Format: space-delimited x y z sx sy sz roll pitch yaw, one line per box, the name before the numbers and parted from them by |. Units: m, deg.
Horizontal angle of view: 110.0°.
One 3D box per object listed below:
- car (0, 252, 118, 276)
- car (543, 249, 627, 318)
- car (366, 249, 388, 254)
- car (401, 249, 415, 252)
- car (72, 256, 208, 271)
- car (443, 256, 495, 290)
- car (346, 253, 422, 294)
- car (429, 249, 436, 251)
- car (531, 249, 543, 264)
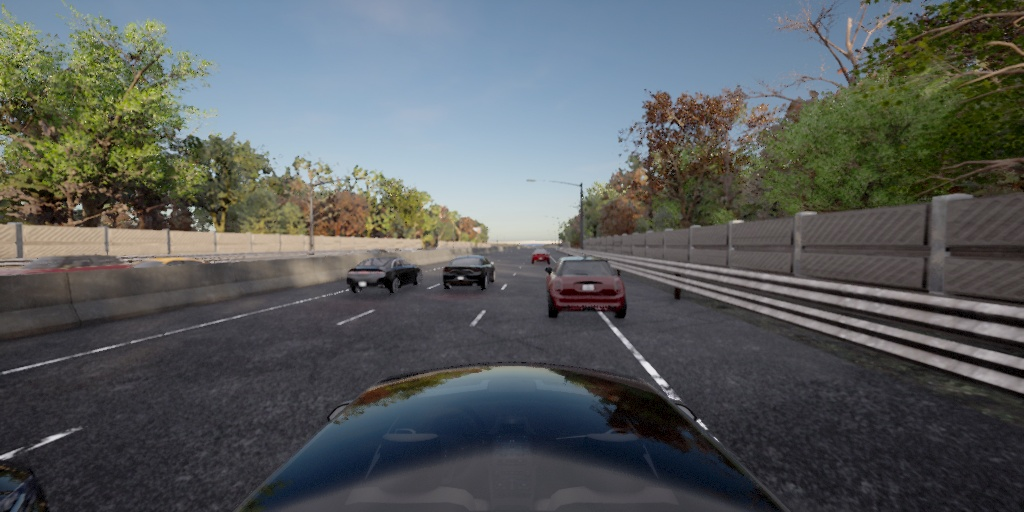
car | -19.898 0.752 15.846 2.097 1.767 4.553 0 2 4
car | 2.152 0.769 11.471 2.097 1.767 4.553 0 2 4
car | -20.412 -0.332 54.125 1.837 1.490 4.892 0 2 5
car | -16.648 -0.432 57.337 1.812 1.442 4.674 0 2 5
car | -16.317 0.827 16.763 1.882 1.535 5.008 0 2 4
car | -1.997 0.713 17.791 1.882 1.535 5.008 0 2 4
car | -5.617 0.794 16.359 2.128 1.511 4.902 0 2 4
car | -13.061 -0.447 58.366 1.994 1.385 4.181 0 2 5
car | 3.107 -0.001 38.884 1.882 1.535 5.008 0 2 5
